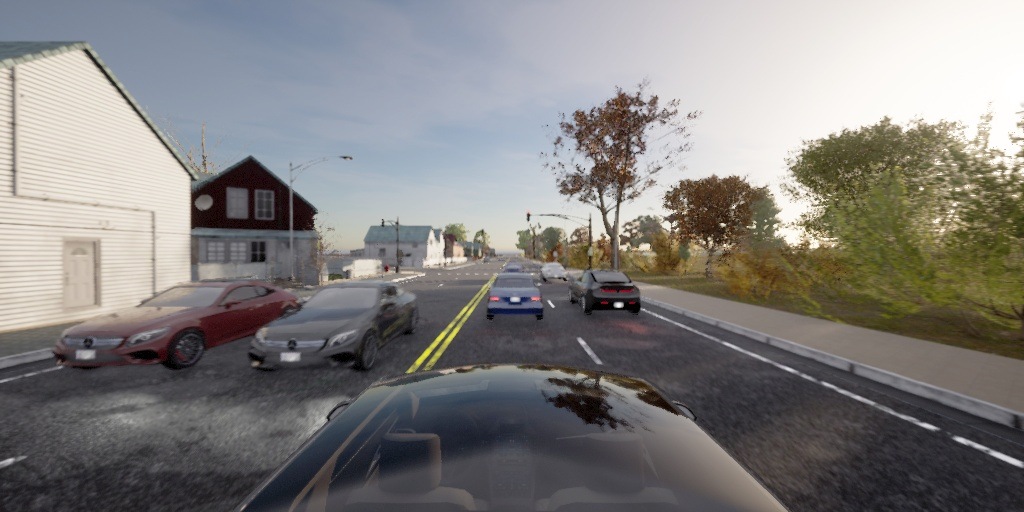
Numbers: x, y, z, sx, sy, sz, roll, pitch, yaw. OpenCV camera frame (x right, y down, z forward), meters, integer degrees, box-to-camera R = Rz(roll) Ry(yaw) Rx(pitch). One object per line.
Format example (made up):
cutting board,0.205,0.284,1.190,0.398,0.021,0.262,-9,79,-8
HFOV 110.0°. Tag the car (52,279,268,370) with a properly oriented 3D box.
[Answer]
car,-6.601,1.278,7.884,1.812,1.442,4.674,0,0,0

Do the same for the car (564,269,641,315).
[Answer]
car,3.341,1.261,13.621,1.837,1.490,4.892,0,1,0

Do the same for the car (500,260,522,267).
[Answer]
car,0.089,1.278,29.397,1.812,1.442,4.674,0,0,0

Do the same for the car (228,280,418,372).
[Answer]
car,-3.352,1.278,7.757,1.812,1.442,4.674,0,0,0

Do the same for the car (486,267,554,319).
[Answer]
car,0.094,1.301,12.807,2.033,1.411,5.357,0,0,0

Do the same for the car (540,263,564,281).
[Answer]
car,3.339,1.278,29.372,1.812,1.442,4.674,0,0,0
